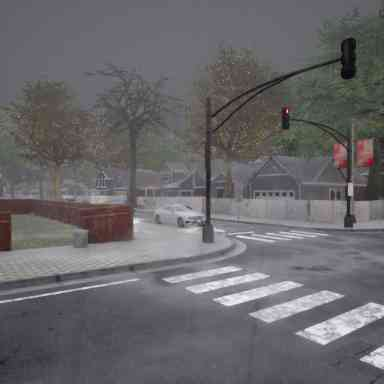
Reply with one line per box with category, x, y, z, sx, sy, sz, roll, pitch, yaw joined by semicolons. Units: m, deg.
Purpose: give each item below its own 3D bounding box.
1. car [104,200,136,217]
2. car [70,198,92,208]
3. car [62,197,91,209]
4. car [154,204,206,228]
car;-7.012;1.512;31.204;1.882;1.535;5.008;0;-1;-35
car;-16.614;1.651;49.653;1.994;1.385;4.181;0;0;-35
car;-14.542;1.533;41.781;1.882;1.535;5.008;0;-1;-35
car;-0.933;1.545;22.681;1.812;1.442;4.674;0;0;-36
